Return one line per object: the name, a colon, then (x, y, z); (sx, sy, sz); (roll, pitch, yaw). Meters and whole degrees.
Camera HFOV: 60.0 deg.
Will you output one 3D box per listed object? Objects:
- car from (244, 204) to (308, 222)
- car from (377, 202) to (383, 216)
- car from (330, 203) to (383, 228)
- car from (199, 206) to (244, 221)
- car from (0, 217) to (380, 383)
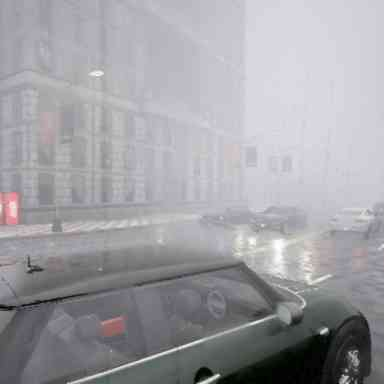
car: (5.093, 1.496, 18.896); (1.837, 1.490, 4.892); (0, 0, 38)
car: (16.770, 1.535, 28.780); (2.033, 1.411, 5.357); (0, 0, 36)
car: (8.739, 1.517, 17.787); (1.812, 1.442, 4.674); (0, 0, 37)
car: (2.423, 1.586, 21.151); (1.895, 1.301, 4.718); (0, 0, 38)
car: (-0.105, 1.349, 3.364); (4.553, 1.767, 2.097); (0, 0, -38)
